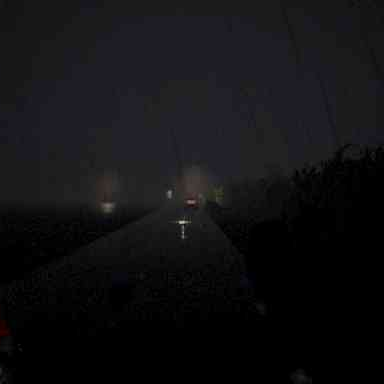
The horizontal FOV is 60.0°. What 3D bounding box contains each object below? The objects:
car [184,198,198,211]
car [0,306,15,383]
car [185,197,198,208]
[{"bbox_3d":[-0.111,1.911,46.942,1.895,1.301,4.718,0,0,0],"label":"car"},{"bbox_3d":[-2.848,1.363,1.476,2.097,1.767,4.553,0,0,0],"label":"car"},{"bbox_3d":[-0.136,1.730,56.965,2.097,1.767,4.553,0,0,0],"label":"car"}]
